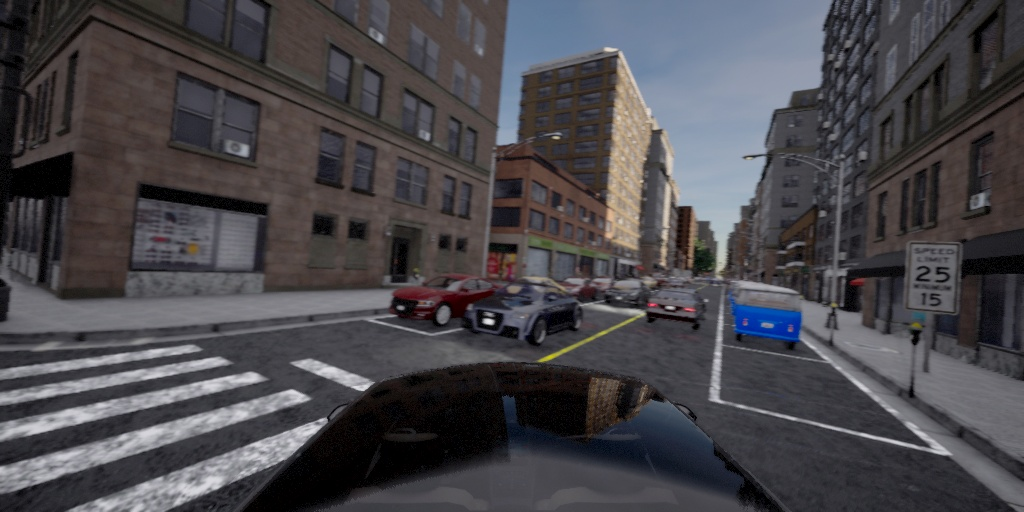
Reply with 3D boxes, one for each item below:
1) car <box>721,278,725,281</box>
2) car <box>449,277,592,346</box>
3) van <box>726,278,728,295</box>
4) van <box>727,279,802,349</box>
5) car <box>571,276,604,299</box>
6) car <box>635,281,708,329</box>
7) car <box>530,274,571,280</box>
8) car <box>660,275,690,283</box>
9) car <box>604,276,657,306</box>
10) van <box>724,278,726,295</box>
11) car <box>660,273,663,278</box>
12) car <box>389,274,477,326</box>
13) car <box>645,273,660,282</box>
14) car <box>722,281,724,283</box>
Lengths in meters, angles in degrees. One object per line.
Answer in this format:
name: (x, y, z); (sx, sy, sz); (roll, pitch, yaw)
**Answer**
car: (24.987, 3.506, 40.248); (2.192, 1.841, 5.009); (0, 0, 31)
car: (0.479, 1.441, 10.037); (1.994, 1.385, 4.181); (4, -1, 31)
van: (11.034, 2.133, 16.641); (1.690, 1.789, 3.998); (0, 0, 31)
van: (8.243, 1.854, 11.920); (1.690, 1.789, 3.998); (0, 0, 31)
car: (3.704, 1.850, 20.979); (1.802, 1.307, 4.207); (0, 0, 31)
car: (6.774, 1.977, 14.604); (2.033, 1.411, 5.357); (4, -1, 31)
car: (0.825, 1.515, 16.109); (1.751, 1.417, 4.829); (0, 0, 31)
car: (17.712, 3.163, 39.013); (1.994, 1.385, 4.181); (4, -1, 31)
car: (6.809, 2.034, 20.733); (1.812, 1.442, 4.674); (4, 0, 31)
van: (16.615, 2.691, 26.084); (1.690, 1.789, 3.998); (0, 0, 31)
car: (17.663, 2.982, 44.590); (2.192, 1.841, 5.009); (0, 0, 31)
car: (-1.880, 1.256, 11.534); (1.888, 1.381, 4.507); (0, 0, 31)
car: (14.785, 2.912, 39.721); (1.751, 1.417, 4.829); (0, 0, 31)
car: (19.406, 3.181, 30.806); (2.007, 1.370, 4.403); (0, 0, 31)
